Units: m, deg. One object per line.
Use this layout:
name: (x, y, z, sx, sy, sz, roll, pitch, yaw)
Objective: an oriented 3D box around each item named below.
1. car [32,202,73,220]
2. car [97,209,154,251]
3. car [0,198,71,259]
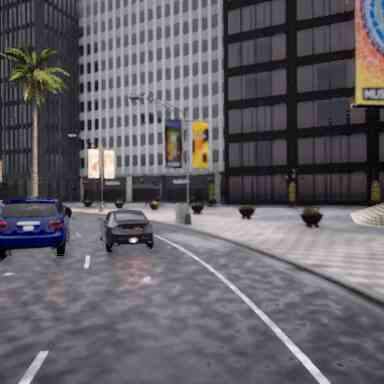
car: (-12.322, 1.600, 29.320, 1.994, 1.385, 4.181, 0, 0, -43)
car: (-2.915, 1.497, 14.332, 1.837, 1.490, 4.892, 0, 0, -19)
car: (-6.074, 1.242, 13.118, 2.150, 2.045, 5.566, 0, 0, -19)
